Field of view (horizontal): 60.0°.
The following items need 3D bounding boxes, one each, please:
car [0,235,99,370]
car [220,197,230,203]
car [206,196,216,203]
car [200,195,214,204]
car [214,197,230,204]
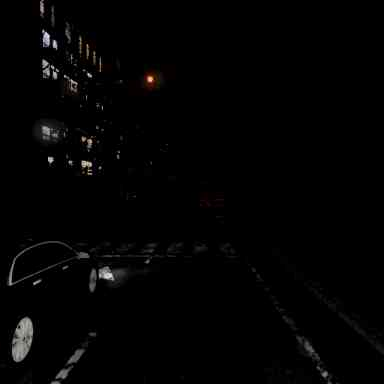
[{"bbox_3d":[-3.047,1.507,5.679,1.837,1.490,4.892,0,0,1],"label":"car"},{"bbox_3d":[7.849,1.855,78.711,1.994,1.385,4.181,0,0,12],"label":"car"},{"bbox_3d":[4.613,1.802,79.107,1.837,1.490,4.892,0,0,11],"label":"car"},{"bbox_3d":[2.991,1.589,69.486,2.097,1.767,4.553,0,0,9],"label":"car"},{"bbox_3d":[6.181,1.740,68.883,1.837,1.490,4.892,0,0,10],"label":"car"}]
